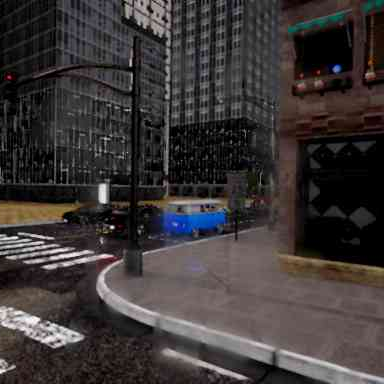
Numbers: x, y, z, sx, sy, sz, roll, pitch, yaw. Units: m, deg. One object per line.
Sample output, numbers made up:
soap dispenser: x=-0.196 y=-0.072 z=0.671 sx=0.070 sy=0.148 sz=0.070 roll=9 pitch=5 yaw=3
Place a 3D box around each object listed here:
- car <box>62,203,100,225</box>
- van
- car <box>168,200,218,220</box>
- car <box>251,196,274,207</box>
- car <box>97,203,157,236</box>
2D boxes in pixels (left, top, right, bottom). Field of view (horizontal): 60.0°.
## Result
car: x=-6.549 y=1.387 z=22.304 sx=1.947 sy=1.339 sz=4.313 roll=2 pitch=1 yaw=35
van: x=0.276 y=1.325 z=17.434 sx=1.690 sy=1.788 sz=3.998 roll=2 pitch=1 yaw=35
car: x=0.158 y=1.420 z=27.243 sx=1.994 sy=1.385 sz=4.181 roll=1 pitch=1 yaw=36
car: x=9.519 y=1.215 z=44.821 sx=1.967 sy=1.590 sz=4.097 roll=1 pitch=1 yaw=35
car: x=-2.465 y=1.440 z=18.102 sx=1.837 sy=1.490 sz=4.892 roll=1 pitch=1 yaw=35
